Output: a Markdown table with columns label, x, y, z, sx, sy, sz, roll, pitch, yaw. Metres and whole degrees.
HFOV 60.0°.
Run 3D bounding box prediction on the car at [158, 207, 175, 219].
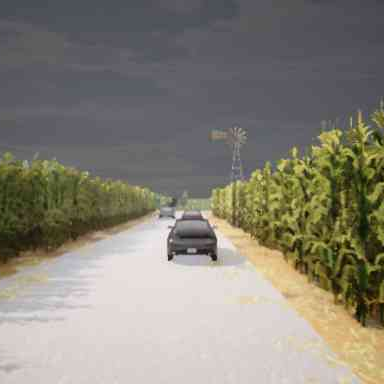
| label | x | y | z | sx | sy | sz | roll | pitch | yaw |
| --- | --- | --- | --- | --- | --- | --- | --- | --- | --- |
| car | -3.131 | 2.666 | 42.151 | 1.812 | 1.442 | 4.674 | 0 | -1 | 0 |

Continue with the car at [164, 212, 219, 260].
| label | x | y | z | sx | sy | sz | roll | pitch | yaw |
| --- | --- | --- | --- | --- | --- | --- | --- | --- | --- |
| car | 0.021 | 1.783 | 13.557 | 1.837 | 1.490 | 4.892 | 0 | -2 | 1 |

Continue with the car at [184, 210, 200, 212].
| label | x | y | z | sx | sy | sz | roll | pitch | yaw |
| --- | --- | --- | --- | --- | --- | --- | --- | --- | --- |
| car | 0.025 | 2.306 | 29.285 | 1.882 | 1.535 | 5.008 | 0 | -1 | 1 |
